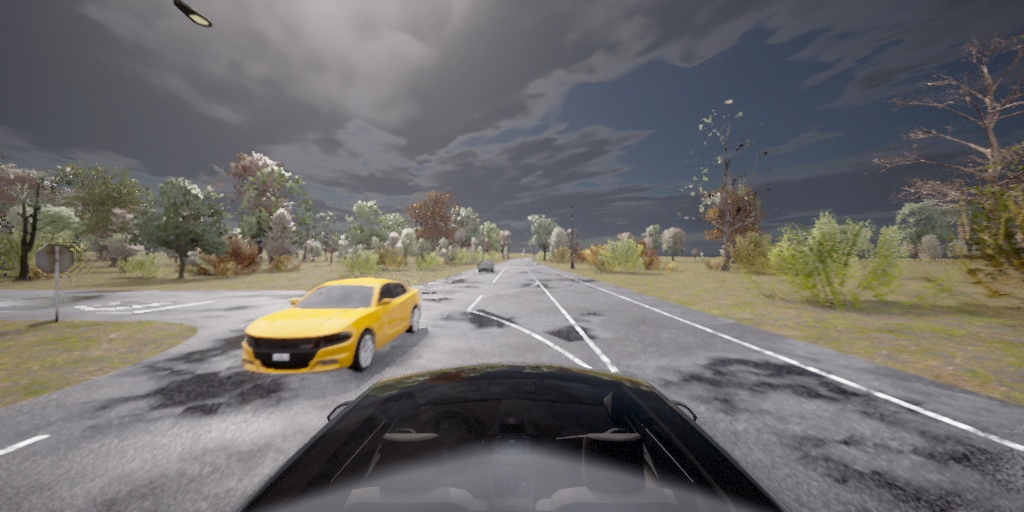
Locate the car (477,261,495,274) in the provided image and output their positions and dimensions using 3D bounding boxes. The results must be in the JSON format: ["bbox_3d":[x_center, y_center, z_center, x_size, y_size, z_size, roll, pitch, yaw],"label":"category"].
[{"bbox_3d":[-3.086,1.354,43.865,1.837,1.490,4.892,0,0,0],"label":"car"}]

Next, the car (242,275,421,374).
[{"bbox_3d":[-3.433,1.241,7.871,1.882,1.535,5.008,0,0,1],"label":"car"}]
